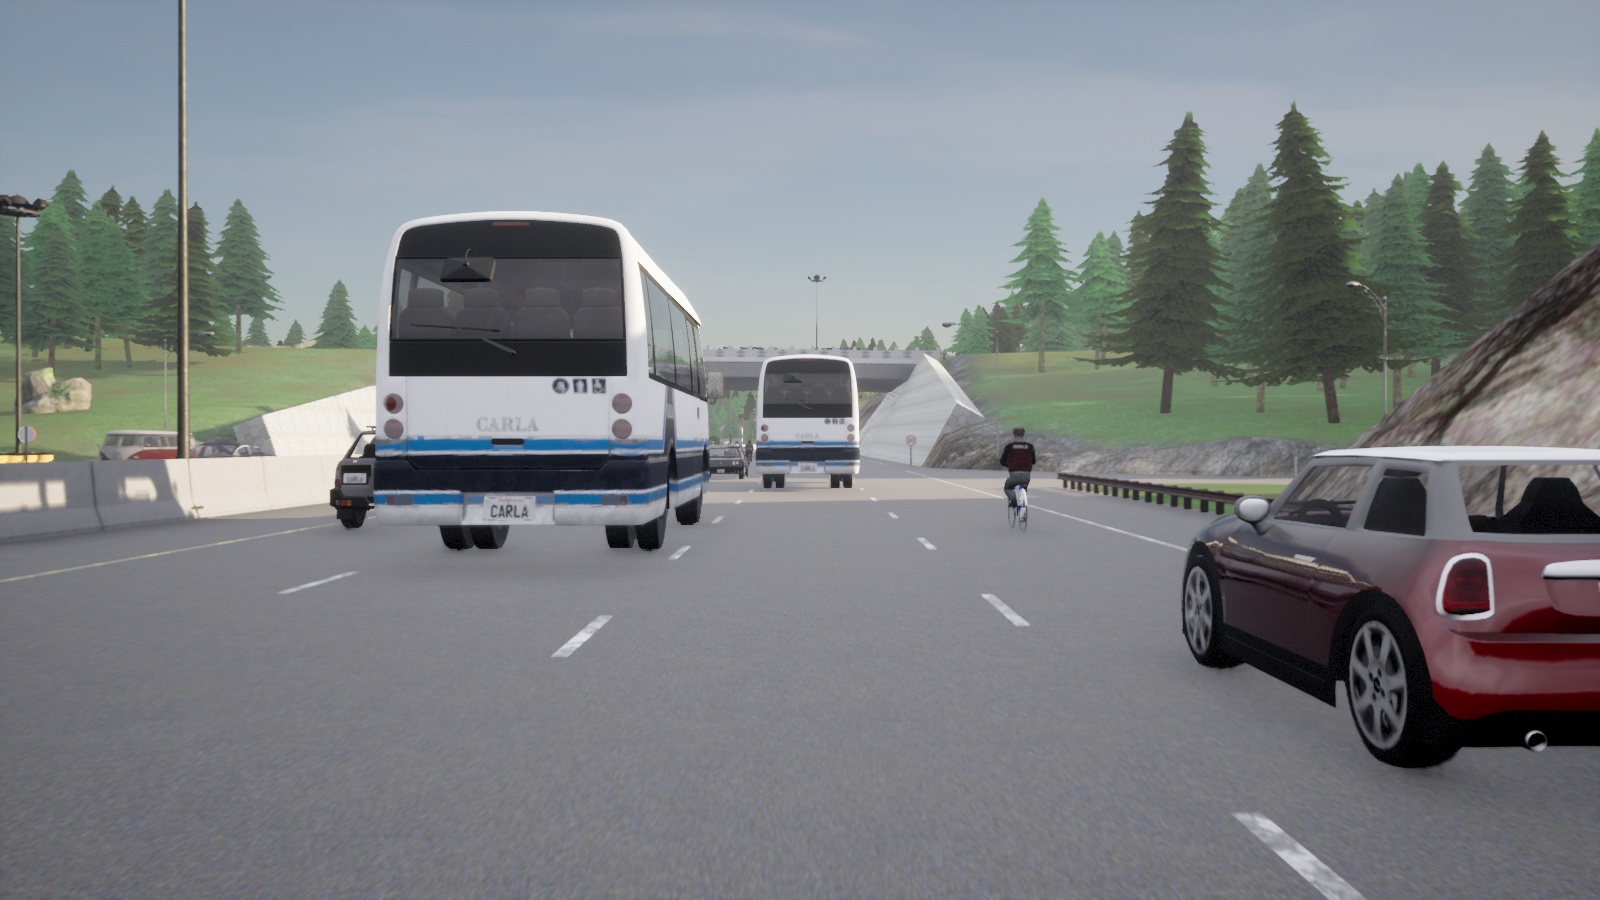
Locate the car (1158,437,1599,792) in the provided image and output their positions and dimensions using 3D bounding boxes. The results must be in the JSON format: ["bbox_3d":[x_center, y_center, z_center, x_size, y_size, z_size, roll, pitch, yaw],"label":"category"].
[{"bbox_3d":[3.555,0.675,7.125,1.970,1.475,3.806,0,0,0],"label":"car"}]

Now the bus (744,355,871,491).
[{"bbox_3d":[0.269,-0.879,44.312,3.944,4.253,10.273,0,0,0],"label":"bus"}]

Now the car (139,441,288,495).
[{"bbox_3d":[-17.273,0.478,37.287,2.128,1.511,4.902,0,0,0],"label":"car"}]

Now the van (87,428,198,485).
[{"bbox_3d":[-24.220,0.219,46.457,1.775,1.987,4.442,0,0,0],"label":"van"}]

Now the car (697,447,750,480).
[{"bbox_3d":[-3.183,0.546,53.021,1.895,1.301,4.718,0,0,0],"label":"car"}]

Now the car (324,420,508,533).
[{"bbox_3d":[-6.854,0.428,22.946,1.932,1.855,4.605,0,0,0],"label":"car"}]

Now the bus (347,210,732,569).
[{"bbox_3d":[-3.370,-0.746,20.033,3.944,4.253,10.273,0,0,0],"label":"bus"}]

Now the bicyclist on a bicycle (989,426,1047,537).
[{"bbox_3d":[3.635,0.501,21.062,0.659,1.776,1.843,0,1,0],"label":"bicyclist on a bicycle"}]
